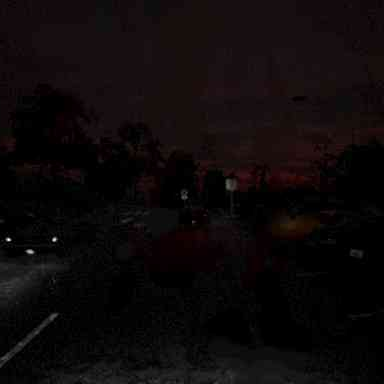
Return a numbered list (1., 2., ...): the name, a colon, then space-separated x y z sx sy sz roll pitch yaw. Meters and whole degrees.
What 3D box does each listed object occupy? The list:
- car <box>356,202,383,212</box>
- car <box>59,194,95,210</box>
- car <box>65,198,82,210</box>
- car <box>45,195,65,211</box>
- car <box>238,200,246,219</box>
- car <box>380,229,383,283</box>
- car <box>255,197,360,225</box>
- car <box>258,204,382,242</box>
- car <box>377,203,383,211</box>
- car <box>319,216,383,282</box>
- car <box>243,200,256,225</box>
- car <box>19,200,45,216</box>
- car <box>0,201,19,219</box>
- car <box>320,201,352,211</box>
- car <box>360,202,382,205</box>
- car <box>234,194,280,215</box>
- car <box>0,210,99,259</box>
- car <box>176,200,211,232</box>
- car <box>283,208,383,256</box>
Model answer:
1. car: 31.402 2.526 57.643 1.946 1.575 5.366 2 -1 -21
2. car: -10.977 1.193 27.705 5.566 2.045 2.435 -1 0 -20
3. car: -10.958 1.450 24.702 4.892 1.521 2.231 -1 0 -20
4. car: -10.923 1.327 21.687 4.553 1.767 2.185 -1 0 -20
5. car: 5.996 1.491 23.326 4.674 1.452 2.002 1 0 -20
6. car: 5.996 1.478 5.582 5.008 1.535 2.097 1 0 -20
7. car: 6.030 1.335 17.417 4.553 1.767 2.185 1 0 -20
8. car: 5.828 1.460 14.380 5.366 1.575 1.946 1 0 -20
9. car: 34.877 2.661 57.492 2.163 1.488 4.792 2 -1 -21
10. car: 6.023 1.504 8.548 4.792 1.488 2.163 1 0 -20
11. car: 6.002 1.457 20.368 4.892 1.521 2.231 1 0 -20
12. car: -10.983 1.333 18.649 4.553 1.767 2.185 -1 0 -20
13. car: -10.976 1.337 15.622 4.553 1.767 2.185 -1 0 -20
14. car: 24.689 2.323 57.389 2.231 1.521 4.892 2 -1 -21
15. car: 22.457 2.236 39.050 1.946 1.575 5.366 2 1 -21
16. car: 6.022 1.196 26.301 5.566 2.045 2.435 1 0 -20
17. car: -5.099 1.581 12.717 1.895 1.301 4.718 0 0 0
18. car: 0.095 1.447 19.896 1.882 1.535 5.008 0 0 0
19. car: 6.000 1.470 11.497 4.892 1.521 2.231 1 0 -20
